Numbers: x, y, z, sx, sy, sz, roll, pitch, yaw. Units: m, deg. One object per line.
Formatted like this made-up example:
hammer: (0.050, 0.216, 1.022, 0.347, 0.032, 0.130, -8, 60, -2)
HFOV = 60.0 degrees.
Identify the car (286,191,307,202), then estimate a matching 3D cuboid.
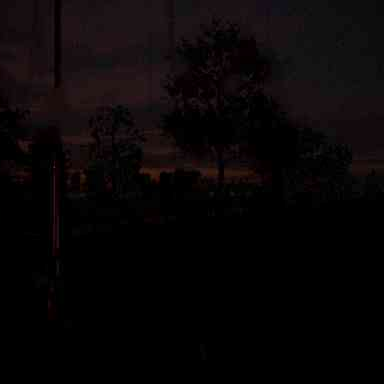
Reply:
car: (15.440, 0.592, 49.051, 1.882, 1.535, 5.008, 0, 1, 36)
